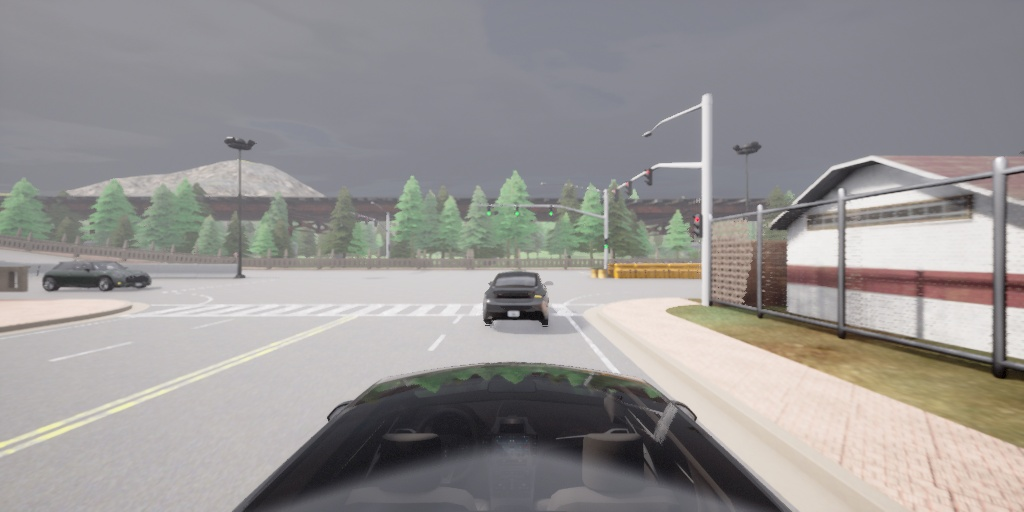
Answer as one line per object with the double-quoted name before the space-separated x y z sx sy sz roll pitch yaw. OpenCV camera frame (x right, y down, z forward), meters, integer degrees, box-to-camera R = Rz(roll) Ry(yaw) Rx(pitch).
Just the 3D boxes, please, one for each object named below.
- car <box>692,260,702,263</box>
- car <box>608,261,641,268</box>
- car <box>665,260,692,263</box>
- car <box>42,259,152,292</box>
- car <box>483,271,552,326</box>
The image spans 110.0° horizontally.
"car" 21.019 1.043 35.847 4.553 1.767 2.097 0 0 -1
"car" 12.093 1.289 35.638 4.718 1.301 1.895 0 0 -1
"car" 17.491 1.230 39.267 5.357 1.411 2.033 0 0 -1
"car" -23.589 1.054 20.531 4.553 1.767 2.097 0 0 0
"car" 0.255 1.236 11.624 1.837 1.490 4.892 -1 0 5
